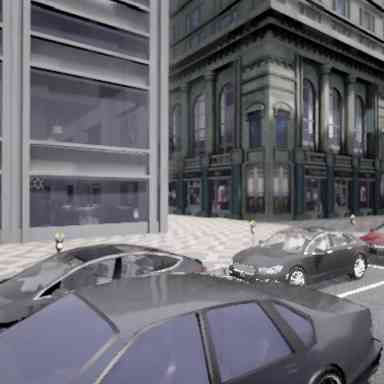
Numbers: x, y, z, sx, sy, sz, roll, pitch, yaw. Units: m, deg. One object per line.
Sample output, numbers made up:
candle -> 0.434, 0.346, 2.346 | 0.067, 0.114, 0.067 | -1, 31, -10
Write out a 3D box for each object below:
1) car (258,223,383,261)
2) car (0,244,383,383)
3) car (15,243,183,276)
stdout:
car -> 2.909, 1.618, 8.667 | 4.403, 1.369, 2.008 | 1, -1, -35
car -> -0.393, 1.562, 2.953 | 5.357, 1.411, 2.033 | 1, 0, -35
car -> -1.697, 1.588, 5.417 | 4.313, 1.339, 1.947 | 1, -1, -35
